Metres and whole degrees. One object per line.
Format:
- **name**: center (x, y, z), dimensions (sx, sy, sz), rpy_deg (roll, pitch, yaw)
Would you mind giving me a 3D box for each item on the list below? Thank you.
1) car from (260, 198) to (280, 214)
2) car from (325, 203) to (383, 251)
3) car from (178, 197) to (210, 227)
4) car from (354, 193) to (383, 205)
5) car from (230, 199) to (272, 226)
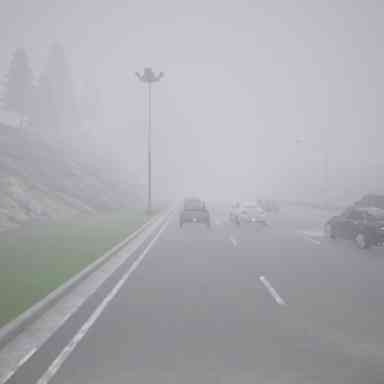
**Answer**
- **car**: center (7.098, 1.319, 32.440), dimensions (2.033, 1.411, 5.357), rpy_deg (0, 0, 0)
- **car**: center (7.164, 1.408, 13.704), dimensions (1.837, 1.490, 4.892), rpy_deg (0, 0, 0)
- **car**: center (0.149, 1.342, 21.260), dimensions (2.128, 1.511, 4.902), rpy_deg (0, 0, 0)
- **car**: center (10.661, 1.091, 18.566), dimensions (2.150, 2.045, 5.566), rpy_deg (0, 0, 0)
- **car**: center (3.631, 1.371, 21.961), dimensions (1.812, 1.442, 4.674), rpy_deg (0, 0, 0)
